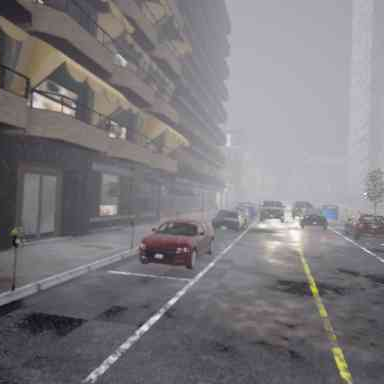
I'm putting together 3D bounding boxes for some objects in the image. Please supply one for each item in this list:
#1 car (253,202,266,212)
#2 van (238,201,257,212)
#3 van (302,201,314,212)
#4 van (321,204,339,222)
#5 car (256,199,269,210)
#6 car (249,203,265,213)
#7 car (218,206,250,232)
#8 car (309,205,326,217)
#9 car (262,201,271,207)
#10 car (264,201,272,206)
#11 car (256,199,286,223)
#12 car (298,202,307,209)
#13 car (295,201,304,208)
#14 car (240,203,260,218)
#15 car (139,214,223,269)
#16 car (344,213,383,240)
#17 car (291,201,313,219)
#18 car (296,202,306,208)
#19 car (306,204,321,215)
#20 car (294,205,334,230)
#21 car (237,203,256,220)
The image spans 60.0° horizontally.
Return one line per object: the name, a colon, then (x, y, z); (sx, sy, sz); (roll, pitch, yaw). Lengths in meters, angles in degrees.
car: (11.062, 2.408, 54.575); (1.752, 1.417, 4.829); (3, 0, 15)
van: (5.389, 1.826, 33.214); (1.690, 1.788, 3.998); (3, 0, 15)
van: (22.071, 2.715, 63.344); (1.690, 1.788, 3.998); (3, 0, 15)
van: (14.913, 2.213, 36.436); (1.690, 1.788, 3.998); (3, 0, 15)
car: (13.980, 2.402, 65.503); (2.192, 1.841, 5.009); (3, 0, 15)
car: (9.673, 2.336, 49.356); (2.008, 1.369, 4.403); (3, 0, 15)
car: (2.513, 1.851, 22.449); (1.947, 1.339, 4.313); (3, 0, 15)
car: (17.763, 2.654, 47.197); (1.802, 1.307, 4.206); (3, 0, 15)
car: (18.263, 2.935, 81.646); (1.887, 1.381, 4.507); (3, 0, 15)
car: (21.125, 3.176, 92.410); (1.802, 1.307, 4.206); (3, 0, 15)
car: (7.691, 1.781, 31.734); (2.150, 2.045, 5.566); (2, -1, 15)
car: (26.400, 3.206, 79.651); (1.752, 1.417, 4.829); (3, 0, 15)
car: (29.224, 3.321, 90.251); (1.967, 1.590, 4.097); (3, 0, 15)
car: (6.767, 2.107, 38.430); (1.752, 1.417, 4.829); (3, 0, 15)
car: (-0.350, 1.630, 11.686); (1.887, 1.381, 4.507); (3, 0, 15)
car: (10.612, 2.012, 20.290); (1.967, 1.590, 4.097); (3, 0, 15)
car: (12.489, 2.017, 37.754); (2.150, 2.045, 5.566); (2, 0, 15)
car: (27.787, 3.324, 84.869); (1.887, 1.381, 4.507); (3, 0, 15)
car: (19.241, 2.701, 52.743); (1.752, 1.417, 4.829); (3, 0, 15)
car: (9.477, 2.072, 26.259); (2.128, 1.511, 4.902); (2, 0, 15)
car: (3.945, 1.936, 27.830); (2.008, 1.369, 4.403); (3, 0, 15)
